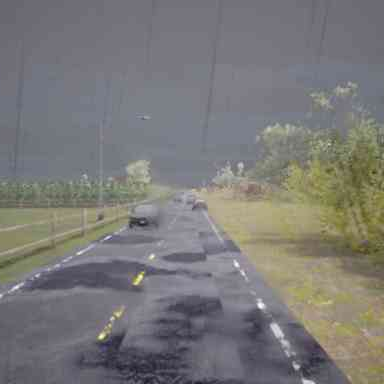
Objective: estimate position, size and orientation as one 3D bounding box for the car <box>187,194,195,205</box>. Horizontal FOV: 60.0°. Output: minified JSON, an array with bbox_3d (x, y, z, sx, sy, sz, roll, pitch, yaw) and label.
[{"bbox_3d":[-0.003,1.472,57.870,2.033,1.411,5.357,0,0,0],"label":"car"}]

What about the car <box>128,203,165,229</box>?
[{"bbox_3d":[-2.849,1.463,21.646,1.882,1.535,5.008,0,0,0],"label":"car"}]

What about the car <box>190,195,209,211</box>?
[{"bbox_3d":[0.960,1.487,39.857,1.812,1.442,4.674,0,0,0],"label":"car"}]

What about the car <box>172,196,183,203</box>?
[{"bbox_3d":[-2.767,1.509,64.045,1.895,1.301,4.718,0,0,0],"label":"car"}]

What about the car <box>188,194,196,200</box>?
[{"bbox_3d":[-0.004,1.187,78.661,1.837,1.490,4.892,0,0,0],"label":"car"}]
